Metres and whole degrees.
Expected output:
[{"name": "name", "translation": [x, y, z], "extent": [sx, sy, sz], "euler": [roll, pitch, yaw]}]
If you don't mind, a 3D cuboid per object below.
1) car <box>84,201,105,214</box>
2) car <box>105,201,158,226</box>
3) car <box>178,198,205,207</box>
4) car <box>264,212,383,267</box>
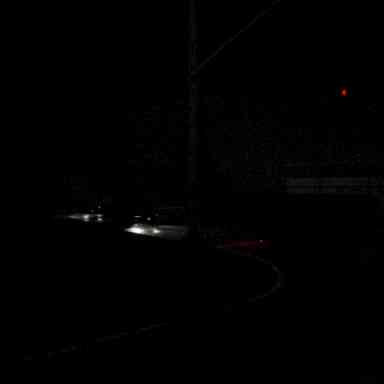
[{"name": "car", "translation": [-9.654, 1.601, 35.579], "extent": [1.895, 1.301, 4.718], "euler": [0, 0, 9]}, {"name": "car", "translation": [-4.205, 1.505, 23.593], "extent": [1.837, 1.490, 4.892], "euler": [0, 0, -35]}, {"name": "car", "translation": [0.152, 1.604, 49.993], "extent": [4.718, 1.301, 1.895], "euler": [0, 0, -39]}, {"name": "car", "translation": [4.892, 1.506, 11.685], "extent": [1.837, 1.490, 4.892], "euler": [-1, 0, -44]}]
